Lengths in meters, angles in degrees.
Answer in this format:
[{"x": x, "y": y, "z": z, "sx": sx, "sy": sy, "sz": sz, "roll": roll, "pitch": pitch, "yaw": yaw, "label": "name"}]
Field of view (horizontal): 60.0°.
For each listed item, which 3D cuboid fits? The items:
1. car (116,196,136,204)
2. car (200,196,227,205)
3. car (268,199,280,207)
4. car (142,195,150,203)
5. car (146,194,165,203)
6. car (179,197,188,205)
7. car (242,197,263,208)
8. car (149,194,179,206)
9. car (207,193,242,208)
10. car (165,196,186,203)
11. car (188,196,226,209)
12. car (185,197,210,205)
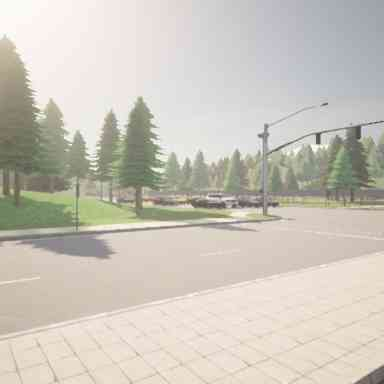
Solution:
[{"x": -13.255, "y": 1.538, "z": 66.053, "sx": 2.033, "sy": 1.411, "sz": 5.357, "roll": 0, "pitch": 0, "yaw": -35, "label": "car"}, {"x": 3.840, "y": 1.535, "z": 59.881, "sx": 2.033, "sy": 1.411, "sz": 5.357, "roll": 0, "pitch": 0, "yaw": -35, "label": "car"}, {"x": 10.608, "y": 1.535, "z": 50.244, "sx": 2.033, "sy": 1.411, "sz": 5.357, "roll": 0, "pitch": 0, "yaw": -35, "label": "car"}, {"x": -10.665, "y": 1.435, "z": 68.477, "sx": 1.882, "sy": 1.535, "sz": 5.008, "roll": 0, "pitch": 0, "yaw": -35, "label": "car"}, {"x": -7.854, "y": 1.309, "z": 70.564, "sx": 2.097, "sy": 1.767, "sz": 4.553, "roll": 0, "pitch": 0, "yaw": -35, "label": "car"}, {"x": -2.860, "y": 1.467, "z": 57.230, "sx": 1.882, "sy": 1.535, "sz": 5.008, "roll": 0, "pitch": 0, "yaw": -35, "label": "car"}, {"x": 7.682, "y": 1.536, "z": 48.315, "sx": 2.033, "sy": 1.411, "sz": 5.357, "roll": 0, "pitch": 0, "yaw": -35, "label": "car"}, {"x": -4.538, "y": 1.496, "z": 53.521, "sx": 1.837, "sy": 1.490, "sz": 4.892, "roll": 0, "pitch": 0, "yaw": -35, "label": "car"}, {"x": 4.123, "y": 1.211, "z": 47.298, "sx": 2.150, "sy": 2.045, "sz": 5.566, "roll": 0, "pitch": 0, "yaw": -34, "label": "car"}, {"x": -3.585, "y": 1.519, "z": 70.579, "sx": 2.033, "sy": 1.411, "sz": 5.357, "roll": 0, "pitch": 0, "yaw": -35, "label": "car"}, {"x": 1.937, "y": 1.592, "z": 44.308, "sx": 1.895, "sy": 1.301, "sz": 4.718, "roll": 0, "pitch": 0, "yaw": -35, "label": "car"}, {"x": 0.917, "y": 1.589, "z": 57.946, "sx": 1.895, "sy": 1.301, "sz": 4.718, "roll": 0, "pitch": 0, "yaw": -35, "label": "car"}]
